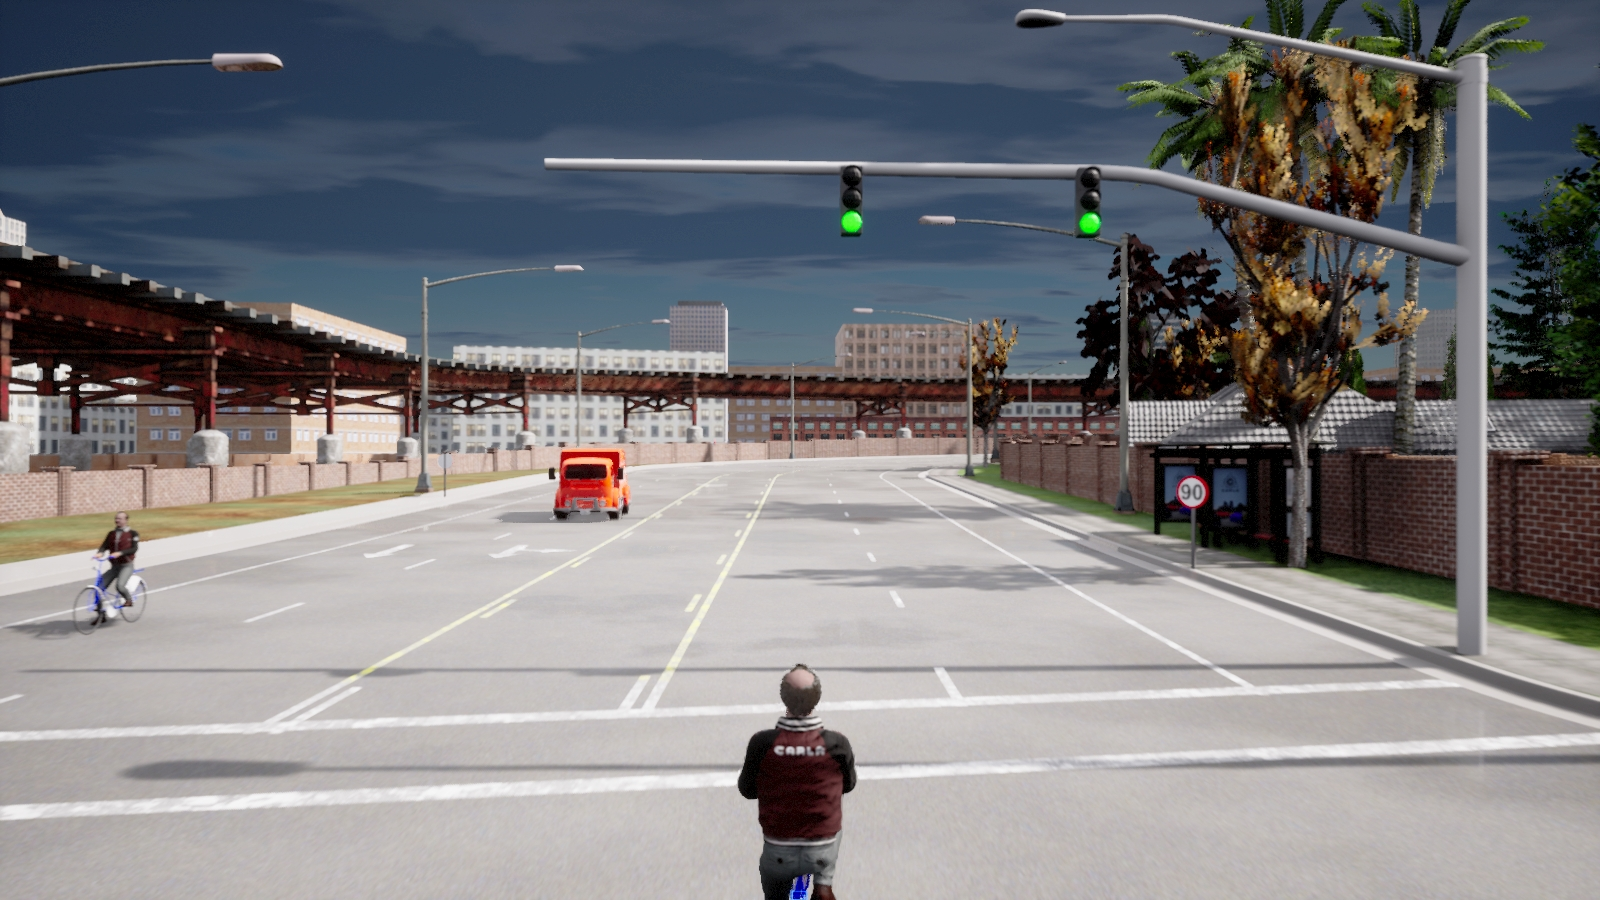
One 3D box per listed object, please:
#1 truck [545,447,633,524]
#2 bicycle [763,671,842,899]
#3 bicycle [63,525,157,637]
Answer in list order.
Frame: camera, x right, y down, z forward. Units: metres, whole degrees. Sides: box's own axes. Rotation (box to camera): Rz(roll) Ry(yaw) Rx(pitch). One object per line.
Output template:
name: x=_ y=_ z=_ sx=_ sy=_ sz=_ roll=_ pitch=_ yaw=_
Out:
truck: x=-7.434 y=1.173 z=40.869 sx=2.627 sy=2.467 sz=5.204 roll=0 pitch=1 yaw=-5
bicycle: x=0.015 y=2.023 z=5.672 sx=0.329 sy=1.496 sz=1.835 roll=0 pitch=0 yaw=0
bicycle: x=-10.488 y=1.955 z=17.428 sx=0.329 sy=1.496 sz=1.835 roll=0 pitch=0 yaw=0
